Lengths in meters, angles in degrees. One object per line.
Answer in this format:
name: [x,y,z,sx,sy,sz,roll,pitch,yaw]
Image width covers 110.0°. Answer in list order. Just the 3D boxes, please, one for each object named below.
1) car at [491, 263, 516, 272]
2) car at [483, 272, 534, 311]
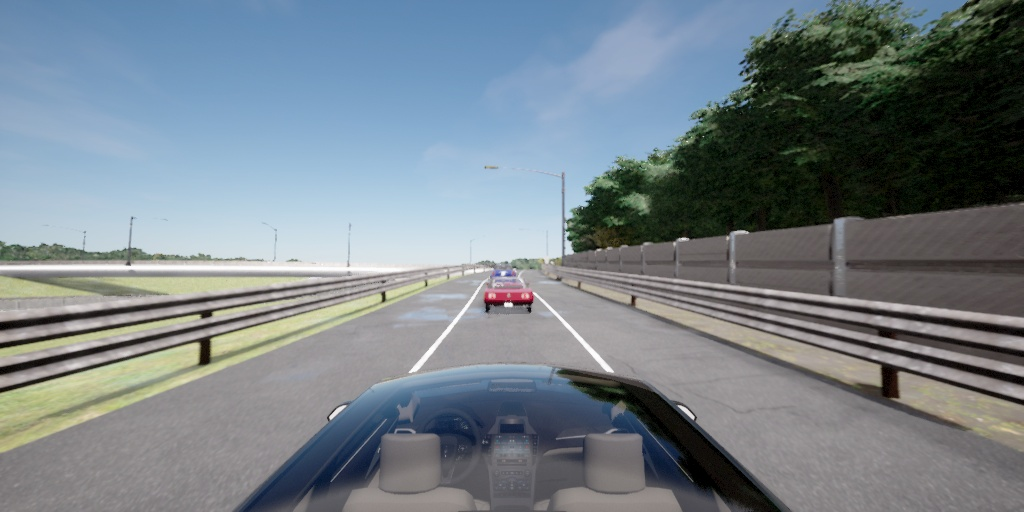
car: [-0.705,1.451,30.495,2.097,1.767,4.553,0,-1,-1]
car: [-0.166,1.518,15.286,1.895,1.301,4.718,0,-1,-1]
